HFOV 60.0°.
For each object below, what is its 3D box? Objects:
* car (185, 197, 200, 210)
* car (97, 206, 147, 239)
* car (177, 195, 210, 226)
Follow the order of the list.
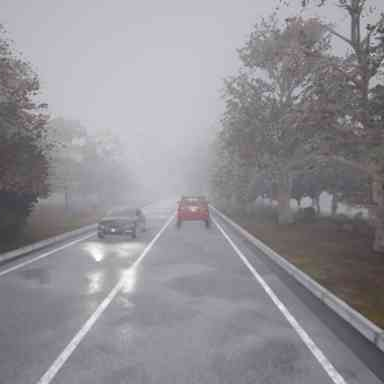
[{"bbox_3d":[0.096,1.450,43.949,1.882,1.535,5.008,0,0,0],"label":"car"},{"bbox_3d":[-3.521,1.509,17.400,1.837,1.490,4.892,0,-1,0],"label":"car"},{"bbox_3d":[0.089,1.226,23.822,2.150,2.045,5.566,0,0,0],"label":"car"}]
